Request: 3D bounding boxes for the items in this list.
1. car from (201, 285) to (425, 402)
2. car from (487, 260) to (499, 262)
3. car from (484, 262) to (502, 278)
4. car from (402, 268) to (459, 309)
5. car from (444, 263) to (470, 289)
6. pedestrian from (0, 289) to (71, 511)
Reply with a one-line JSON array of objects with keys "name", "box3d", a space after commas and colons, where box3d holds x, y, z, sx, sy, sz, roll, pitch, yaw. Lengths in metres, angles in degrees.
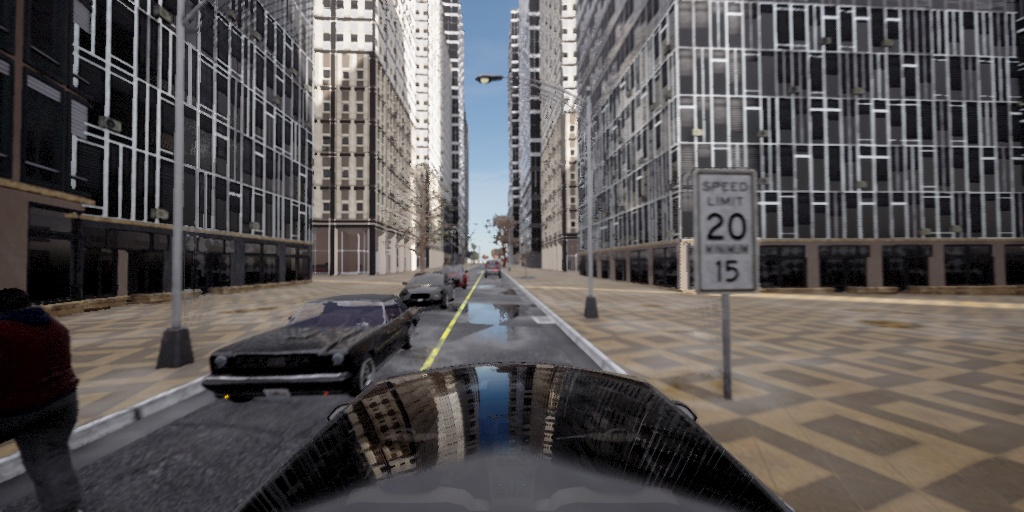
[{"name": "car", "box3d": [-3.076, 1.432, 6.697, 1.895, 1.301, 4.718, 0, -1, -3]}, {"name": "car", "box3d": [-2.766, 1.556, 50.838, 2.150, 2.045, 5.566, 0, -1, -4]}, {"name": "car", "box3d": [-2.167, 1.707, 40.783, 2.128, 1.511, 4.902, 0, -1, -3]}, {"name": "car", "box3d": [-3.639, 1.447, 16.042, 1.837, 1.490, 4.892, 0, -1, -4]}, {"name": "car", "box3d": [-4.226, 1.412, 25.963, 2.097, 1.767, 4.553, 0, -1, -3]}, {"name": "pedestrian", "box3d": [-3.702, 1.082, 2.632, 0.375, 1.860, 0.375, 0, -1, -3]}]
